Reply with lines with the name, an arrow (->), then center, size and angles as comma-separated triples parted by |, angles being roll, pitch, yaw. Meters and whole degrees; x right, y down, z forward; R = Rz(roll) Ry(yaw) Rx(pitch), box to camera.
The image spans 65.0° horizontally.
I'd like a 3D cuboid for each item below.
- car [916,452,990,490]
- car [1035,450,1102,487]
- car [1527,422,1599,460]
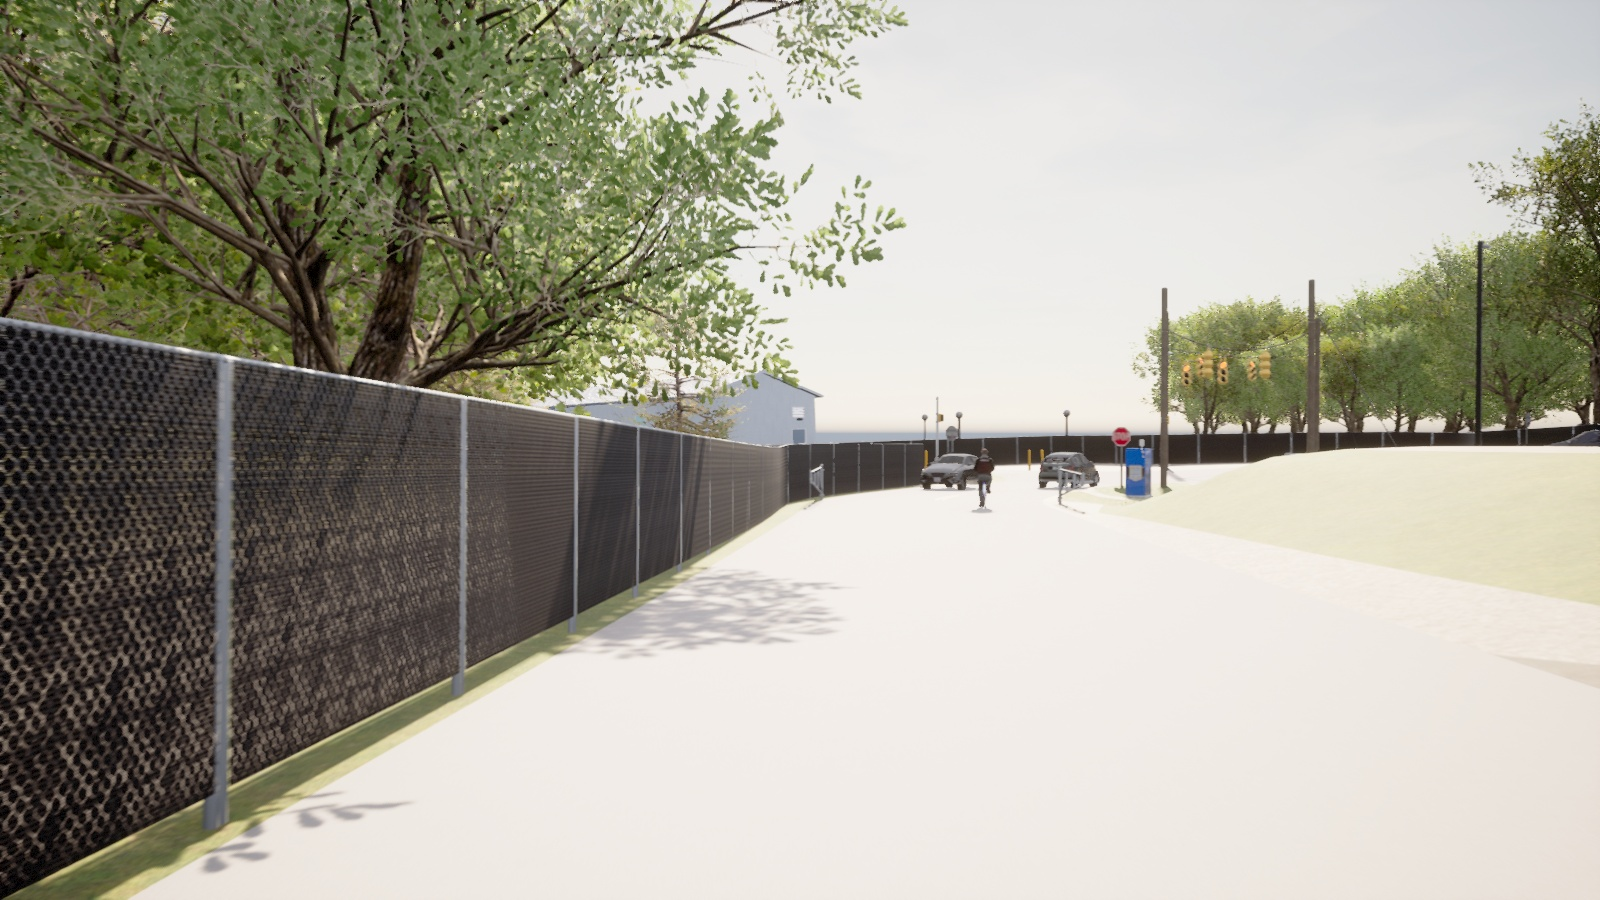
car -> 6.415, 0.851, 52.271 | 1.816, 1.474, 4.193 | 0, 0, 26
car -> 11.760, 0.788, 54.866 | 1.789, 1.549, 3.705 | 0, 0, 31
car -> 34.430, -0.456, 53.746 | 2.033, 1.411, 5.357 | -1, -3, -31
